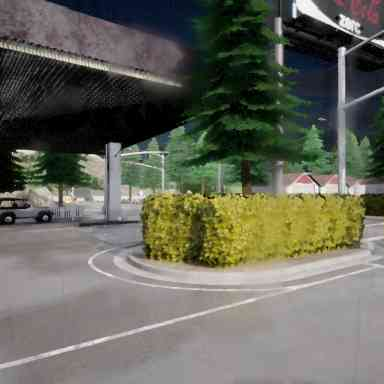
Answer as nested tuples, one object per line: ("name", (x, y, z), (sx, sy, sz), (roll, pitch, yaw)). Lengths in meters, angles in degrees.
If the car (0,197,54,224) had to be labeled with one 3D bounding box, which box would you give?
("car", (-11.935, 1.313, 23.504), (3.866, 1.878, 1.905), (0, 0, -36))
